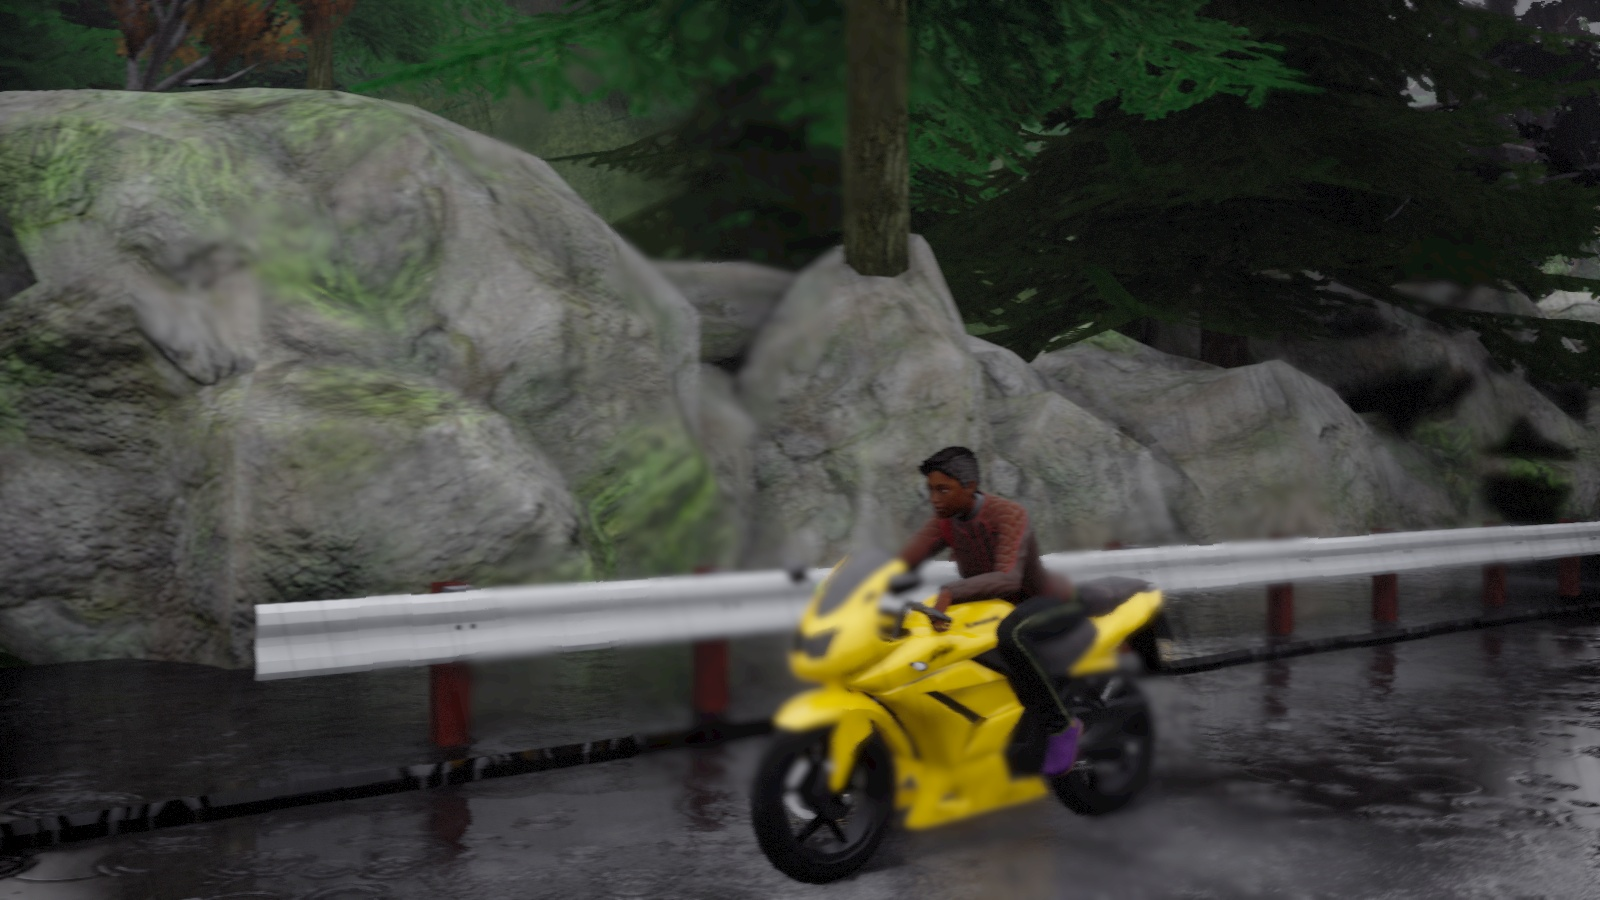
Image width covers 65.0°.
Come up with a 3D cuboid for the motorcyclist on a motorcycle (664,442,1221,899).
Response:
[{"bbox_3d":[0.588,0.741,4.677,2.044,1.523,0.797,0,0,-35],"label":"motorcyclist on a motorcycle"}]
